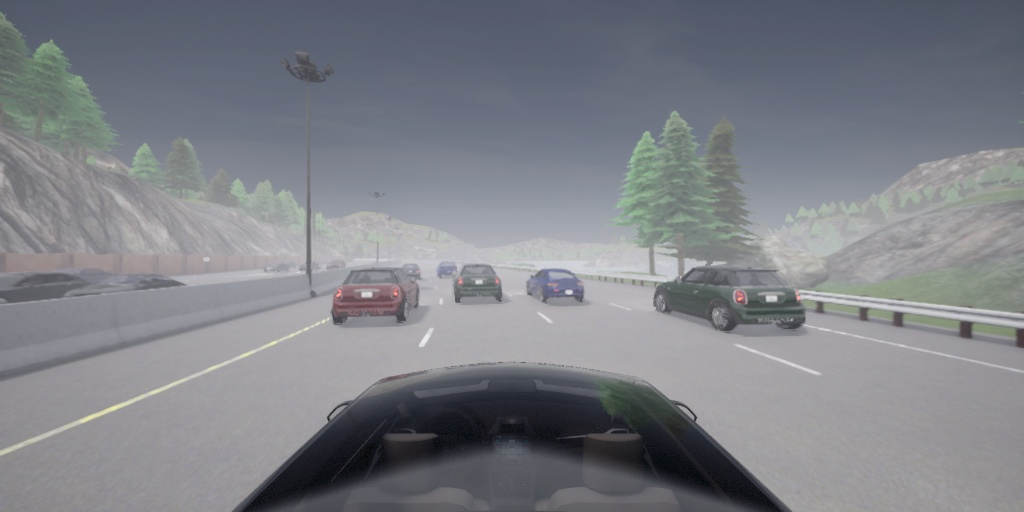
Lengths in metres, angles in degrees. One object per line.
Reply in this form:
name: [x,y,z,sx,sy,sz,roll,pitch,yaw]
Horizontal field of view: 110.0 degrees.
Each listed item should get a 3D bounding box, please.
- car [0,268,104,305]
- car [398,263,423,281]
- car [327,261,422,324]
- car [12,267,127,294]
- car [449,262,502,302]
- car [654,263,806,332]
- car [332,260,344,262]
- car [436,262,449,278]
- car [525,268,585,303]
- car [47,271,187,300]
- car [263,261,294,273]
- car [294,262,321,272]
car: [-19.003,1.380,13.755,1.837,1.490,4.892,0,0,-11]
car: [-9.366,1.408,33.185,2.033,1.411,5.357,0,0,-16]
car: [-4.497,1.147,12.479,2.097,1.767,4.553,0,0,-8]
car: [-28.698,1.494,23.615,2.033,1.411,5.357,0,0,-16]
car: [-1.807,1.142,17.421,2.097,1.767,4.553,0,0,-11]
car: [6.268,1.086,11.035,2.097,1.767,4.553,0,0,-5]
car: [-26.165,1.343,53.701,2.097,1.767,4.553,0,0,-15]
car: [-6.539,1.329,36.036,1.882,1.535,5.008,0,0,-15]
car: [1.912,1.294,16.718,1.812,1.442,4.674,0,0,-10]
car: [-15.675,1.424,14.832,1.994,1.385,4.181,0,0,-11]
car: [-32.065,1.504,48.777,2.128,1.511,4.902,0,0,-15]
car: [-29.389,1.553,52.267,2.033,1.411,5.357,0,0,-15]
